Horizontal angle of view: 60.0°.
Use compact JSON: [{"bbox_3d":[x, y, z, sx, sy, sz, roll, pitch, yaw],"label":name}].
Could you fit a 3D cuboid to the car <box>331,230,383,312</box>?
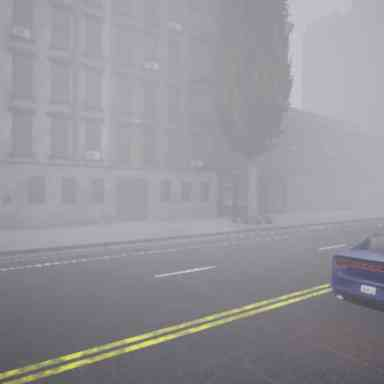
[{"bbox_3d":[4.983,1.487,7.018,5.008,1.535,1.882,0,0,-35],"label":"car"}]
